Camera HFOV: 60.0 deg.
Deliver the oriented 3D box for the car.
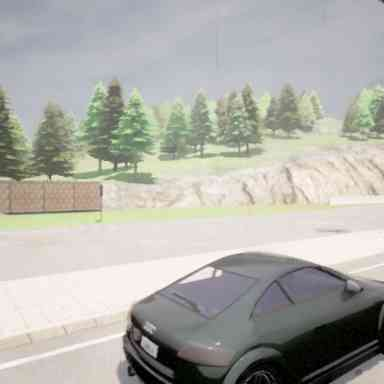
[{"bbox_3d":[1.188,1.552,4.591,4.181,1.385,1.994,0,0,-35],"label":"car"}]
